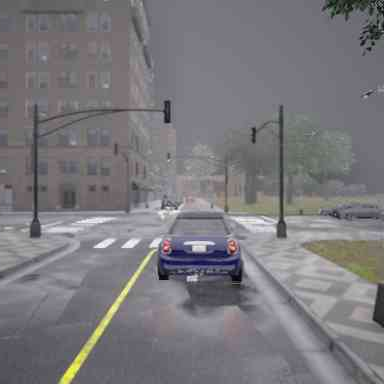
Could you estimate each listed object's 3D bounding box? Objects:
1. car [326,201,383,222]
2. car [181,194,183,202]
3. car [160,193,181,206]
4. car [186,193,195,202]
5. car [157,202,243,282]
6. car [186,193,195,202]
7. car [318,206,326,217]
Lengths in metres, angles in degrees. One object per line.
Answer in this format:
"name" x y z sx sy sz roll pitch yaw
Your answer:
"car" 13.387 1.589 26.431 4.181 1.385 1.994 0 -1 -1
"car" -2.877 1.391 54.080 2.097 1.767 4.553 0 0 1
"car" -2.935 1.240 44.283 2.150 2.045 5.566 0 0 -2
"car" -0.377 1.451 73.726 2.097 1.767 4.553 0 0 0
"car" 0.281 1.350 9.962 2.097 1.767 4.553 0 0 3
"car" -0.399 1.359 84.006 2.150 2.045 5.566 0 0 0
"car" 13.805 1.549 29.694 4.902 1.511 2.128 0 -1 0
